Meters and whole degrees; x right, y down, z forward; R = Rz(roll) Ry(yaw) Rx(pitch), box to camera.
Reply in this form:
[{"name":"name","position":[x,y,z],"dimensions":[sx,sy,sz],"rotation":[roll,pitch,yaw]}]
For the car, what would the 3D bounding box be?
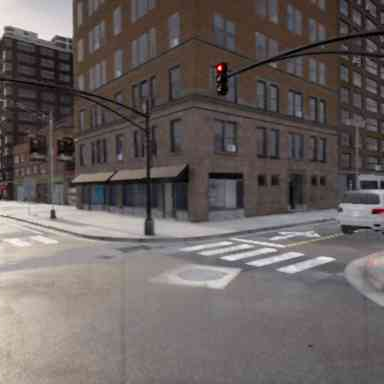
[{"name":"car","position":[9.005,0.903,15.589],"dimensions":[5.566,2.045,2.150],"rotation":[-1,1,-37]}]
